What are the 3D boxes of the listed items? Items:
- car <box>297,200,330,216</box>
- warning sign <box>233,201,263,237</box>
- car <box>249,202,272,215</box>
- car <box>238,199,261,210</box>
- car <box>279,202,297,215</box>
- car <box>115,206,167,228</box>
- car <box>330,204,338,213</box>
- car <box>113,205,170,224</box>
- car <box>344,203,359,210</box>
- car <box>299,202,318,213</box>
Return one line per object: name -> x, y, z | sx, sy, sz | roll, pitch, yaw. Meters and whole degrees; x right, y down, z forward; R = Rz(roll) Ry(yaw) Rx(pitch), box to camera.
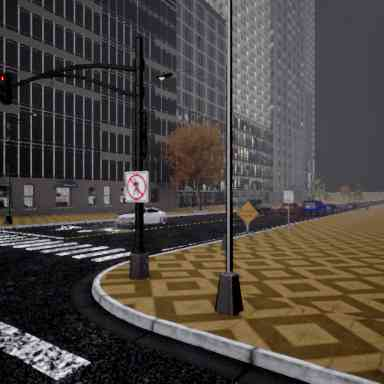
car -> 16.168, 2.065, 43.994 | 2.150, 2.045, 5.566 | 0, -1, 35
warning sign -> 3.115, 1.454, 18.570 | 1.300, 1.860, 1.060 | 1, 1, 33
car -> 9.321, 2.395, 45.565 | 1.895, 1.301, 4.718 | 0, -1, 33
car -> 9.053, 2.093, 51.076 | 2.150, 2.045, 5.566 | 0, -1, 33
car -> 13.848, 2.205, 46.362 | 2.097, 1.767, 4.553 | 0, -1, 33
car -> -3.751, 1.890, 25.426 | 1.812, 1.442, 4.674 | 0, -1, 33
car -> 21.923, 2.558, 52.964 | 1.812, 1.442, 4.674 | 0, -1, 33
car -> -4.441, 1.975, 30.311 | 2.033, 1.411, 5.357 | 0, -1, 33
car -> 31.516, 2.837, 65.715 | 1.812, 1.442, 4.674 | 0, -1, 33
car -> 19.194, 2.506, 54.728 | 1.882, 1.535, 5.008 | 0, -1, 33
